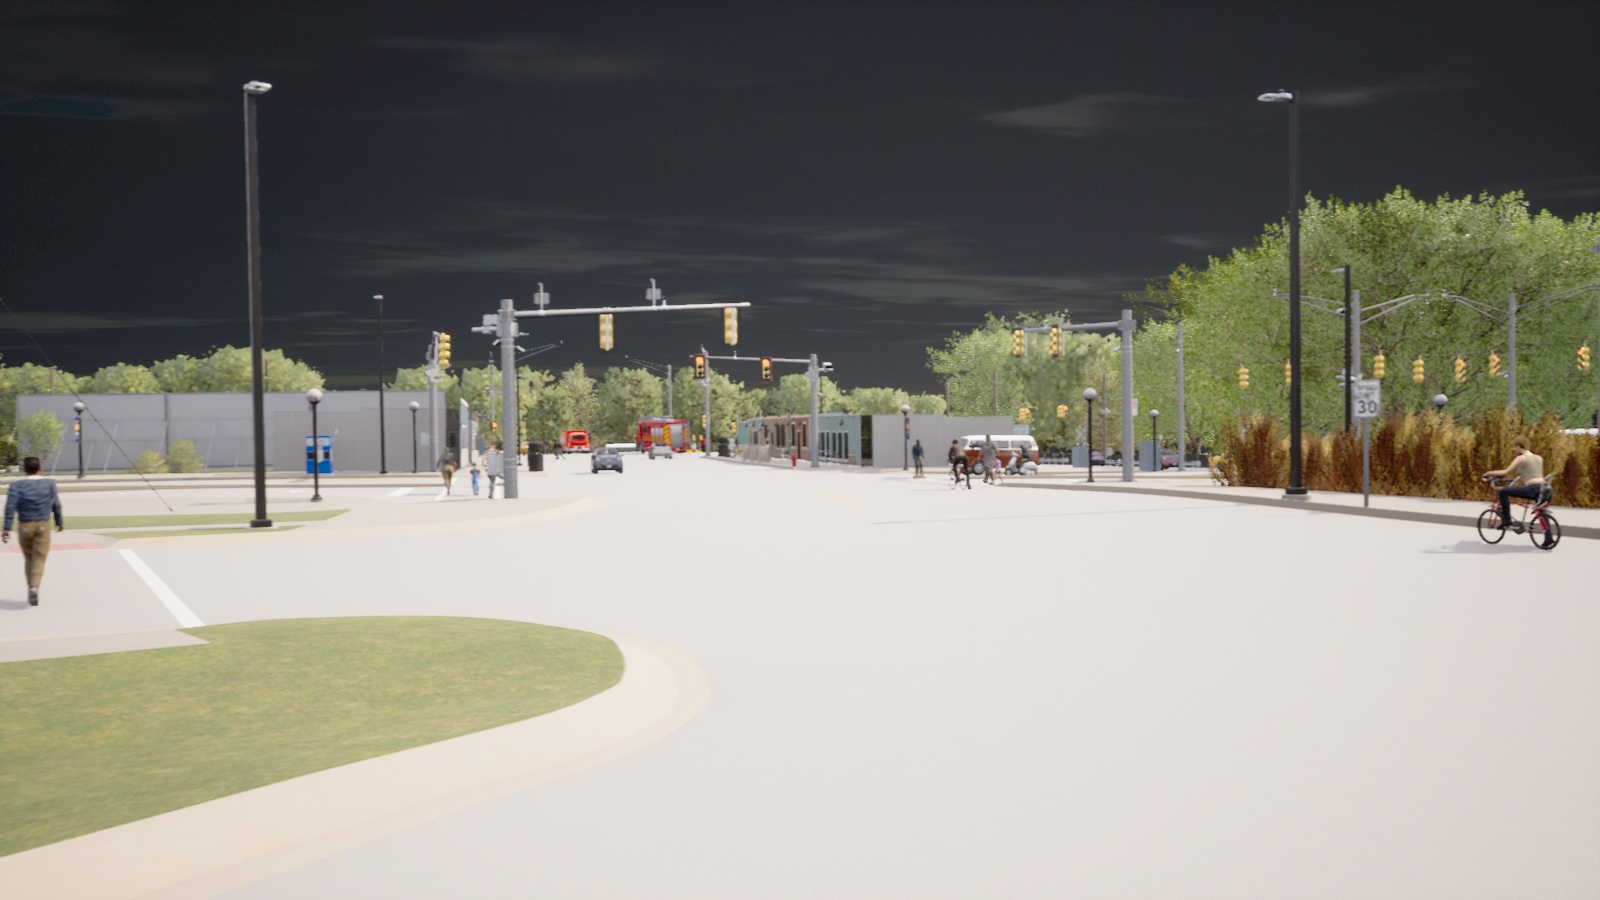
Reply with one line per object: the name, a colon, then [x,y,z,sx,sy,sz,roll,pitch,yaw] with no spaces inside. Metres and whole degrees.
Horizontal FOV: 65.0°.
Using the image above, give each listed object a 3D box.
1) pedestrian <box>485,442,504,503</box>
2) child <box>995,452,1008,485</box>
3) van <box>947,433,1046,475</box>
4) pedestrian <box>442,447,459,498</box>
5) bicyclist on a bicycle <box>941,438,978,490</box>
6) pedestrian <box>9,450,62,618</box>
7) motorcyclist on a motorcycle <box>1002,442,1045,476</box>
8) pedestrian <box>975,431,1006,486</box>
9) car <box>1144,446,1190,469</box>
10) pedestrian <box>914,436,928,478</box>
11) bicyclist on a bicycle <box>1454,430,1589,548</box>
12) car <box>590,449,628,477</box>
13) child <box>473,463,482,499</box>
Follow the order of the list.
pedestrian: [-9.400,0.682,38.685,0.345,1.836,0.594,-1,1,4]
child: [6.999,0.643,43.592,0.394,1.110,0.255,-2,1,-6]
van: [9.865,0.220,63.287,4.480,2.038,2.069,0,-1,-15]
pedestrian: [-13.018,0.832,46.755,0.540,1.848,0.694,-2,1,-18]
bicyclist on a bicycle: [5.103,0.452,40.160,0.582,1.620,1.656,-2,-1,-13]
pedestrian: [-9.241,0.991,15.191,0.423,1.949,0.788,-2,2,-27]
motorcyclist on a motorcycle: [10.578,0.436,59.514,1.817,1.590,0.866,0,0,-18]
pedestrian: [6.936,0.300,45.652,0.873,1.952,0.659,-3,2,-40]
car: [26.332,0.551,90.214,1.845,1.501,3.633,-2,0,-7]
pedestrian: [5.474,0.309,56.762,0.370,1.835,0.726,-2,1,-11]
bicyclist on a bicycle: [10.440,0.533,18.232,0.866,1.612,1.509,-2,1,-15]
car: [-10.944,0.725,71.858,1.845,1.501,3.633,-2,1,-13]
child: [-11.640,1.104,45.356,0.270,1.263,0.437,-2,1,-15]
